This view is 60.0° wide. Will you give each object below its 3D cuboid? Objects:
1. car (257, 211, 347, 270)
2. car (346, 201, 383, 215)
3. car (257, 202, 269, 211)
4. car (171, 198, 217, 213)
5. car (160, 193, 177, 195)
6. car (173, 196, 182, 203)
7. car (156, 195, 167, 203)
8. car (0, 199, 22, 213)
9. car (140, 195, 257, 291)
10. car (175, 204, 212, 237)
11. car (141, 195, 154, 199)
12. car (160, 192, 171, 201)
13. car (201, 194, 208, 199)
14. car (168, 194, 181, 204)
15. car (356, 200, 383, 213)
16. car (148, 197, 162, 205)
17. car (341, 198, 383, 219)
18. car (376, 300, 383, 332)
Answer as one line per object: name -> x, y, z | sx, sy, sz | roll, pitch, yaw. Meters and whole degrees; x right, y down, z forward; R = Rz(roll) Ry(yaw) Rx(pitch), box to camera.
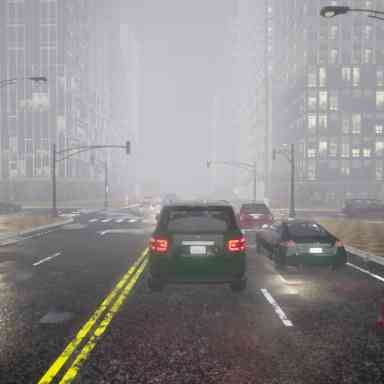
car -> 3.375, 1.558, 11.069 | 1.994, 1.385, 4.181 | 0, 0, 0
car -> 19.271, 1.699, 36.082 | 4.181, 1.385, 1.994 | 1, 1, 1
car -> 3.394, 1.341, 19.683 | 2.097, 1.767, 4.553 | 0, 0, 0
car -> 0.264, 1.472, 36.423 | 4.892, 1.490, 1.837 | 1, 1, 1
car -> -3.246, 1.183, 51.699 | 2.150, 2.045, 5.566 | 0, 0, -1
car -> -3.088, 1.532, 71.563 | 1.895, 1.301, 4.718 | 0, 0, 0
car -> -6.343, 1.417, 69.161 | 1.882, 1.535, 5.008 | 0, 0, 0
car -> -19.565, 1.404, 33.615 | 4.181, 1.385, 1.994 | 1, 1, 1
car -> 0.122, 1.217, 9.142 | 2.150, 2.045, 5.566 | 0, 0, 0
car -> 0.139, 1.515, 18.824 | 1.812, 1.442, 4.674 | 0, 0, 2
car -> -6.510, 1.316, 49.917 | 2.097, 1.767, 4.553 | 0, 0, 1
car -> -6.319, 1.150, 79.731 | 2.150, 2.045, 5.566 | 0, 0, 0
car -> 3.459, 1.216, 91.591 | 1.882, 1.535, 5.008 | 0, 0, 0
car -> -3.174, 1.302, 61.510 | 2.097, 1.767, 4.553 | 0, 0, 0
car -> 21.897, 1.641, 38.628 | 4.829, 1.417, 1.752 | 1, 0, 1
car -> -6.438, 1.554, 58.907 | 1.895, 1.301, 4.718 | 0, 0, 0
car -> 16.270, 1.518, 30.355 | 5.009, 1.841, 2.192 | 1, 0, 1
car -> 3.355, 1.600, 2.244 | 1.895, 1.301, 4.718 | 0, 0, 0
